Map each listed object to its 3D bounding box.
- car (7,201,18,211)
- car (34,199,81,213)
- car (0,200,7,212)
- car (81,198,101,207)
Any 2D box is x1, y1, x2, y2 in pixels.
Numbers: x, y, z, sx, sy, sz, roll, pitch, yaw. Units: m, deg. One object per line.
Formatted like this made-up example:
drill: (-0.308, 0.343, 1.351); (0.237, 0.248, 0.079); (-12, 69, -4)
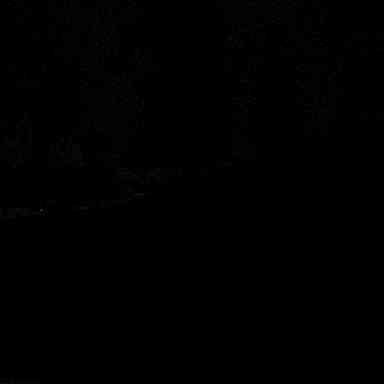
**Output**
car: (-21.940, 1.569, 37.216); (1.895, 1.301, 4.718); (0, 0, 12)
car: (-14.902, 1.521, 36.698); (2.033, 1.411, 5.357); (0, 0, 12)
car: (-19.773, 1.451, 30.311); (1.882, 1.535, 5.008); (0, 0, 11)
car: (-15.539, 1.535, 50.715); (1.994, 1.385, 4.181); (0, 0, 11)
